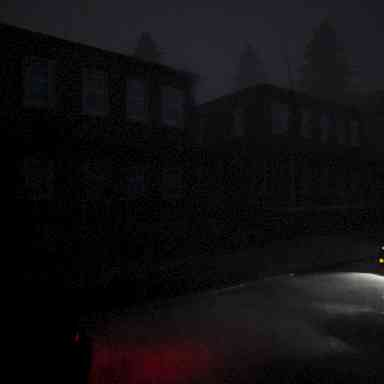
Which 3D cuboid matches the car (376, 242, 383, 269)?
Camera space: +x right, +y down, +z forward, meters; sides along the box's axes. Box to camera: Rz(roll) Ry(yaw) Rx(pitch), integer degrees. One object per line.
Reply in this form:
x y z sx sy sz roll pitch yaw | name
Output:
7.281 1.594 9.802 4.181 1.385 1.994 0 0 -36 | car

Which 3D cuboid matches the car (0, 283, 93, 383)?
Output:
-3.217 1.503 2.308 4.892 1.490 1.837 1 0 -36 | car
